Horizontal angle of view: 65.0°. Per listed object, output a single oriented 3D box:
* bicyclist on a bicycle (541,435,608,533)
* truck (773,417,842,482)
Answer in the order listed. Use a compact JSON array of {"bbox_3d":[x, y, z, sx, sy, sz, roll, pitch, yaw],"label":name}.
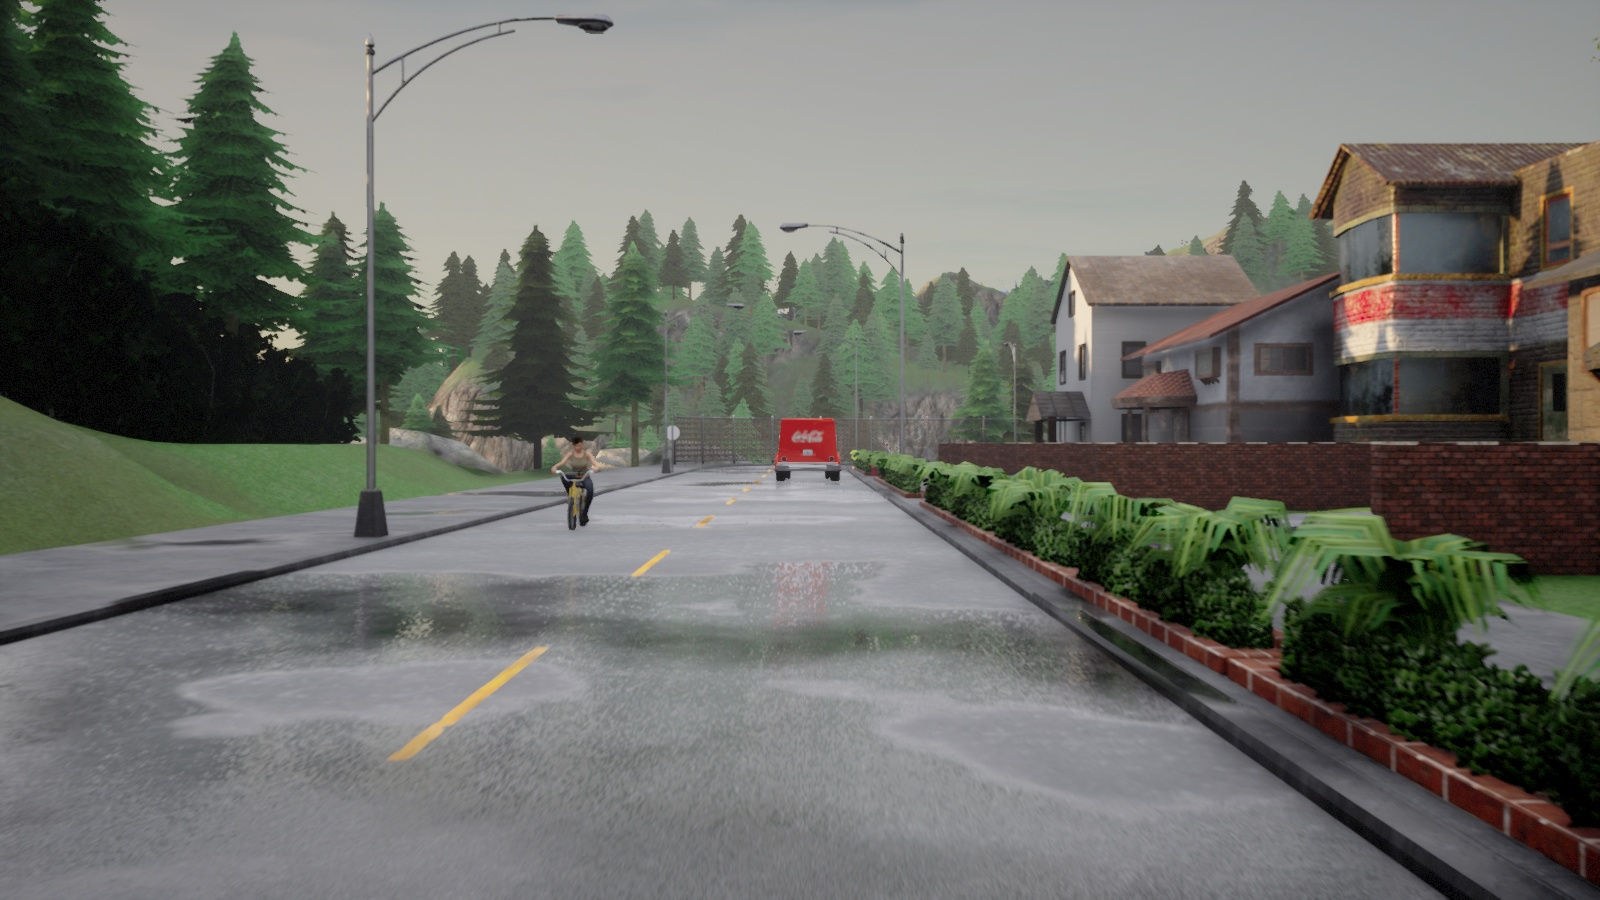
[{"bbox_3d":[-3.852,0.559,21.552,0.866,1.612,1.509,0,0,1],"label":"bicyclist on a bicycle"},{"bbox_3d":[0.313,-0.026,50.716,2.627,2.467,5.204,0,0,0],"label":"truck"}]
